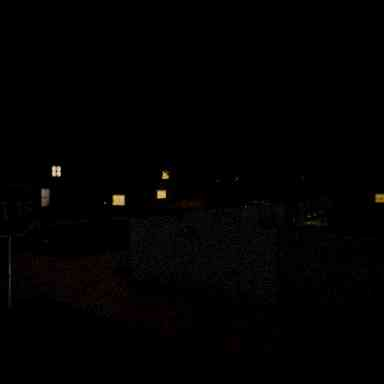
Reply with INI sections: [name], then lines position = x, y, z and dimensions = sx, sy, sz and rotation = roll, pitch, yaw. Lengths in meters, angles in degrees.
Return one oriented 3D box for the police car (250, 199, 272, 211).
[police car]
position = 7.805, 1.617, 39.163
dimensions = 2.038, 1.542, 4.974
rotation = 0, 0, 34
